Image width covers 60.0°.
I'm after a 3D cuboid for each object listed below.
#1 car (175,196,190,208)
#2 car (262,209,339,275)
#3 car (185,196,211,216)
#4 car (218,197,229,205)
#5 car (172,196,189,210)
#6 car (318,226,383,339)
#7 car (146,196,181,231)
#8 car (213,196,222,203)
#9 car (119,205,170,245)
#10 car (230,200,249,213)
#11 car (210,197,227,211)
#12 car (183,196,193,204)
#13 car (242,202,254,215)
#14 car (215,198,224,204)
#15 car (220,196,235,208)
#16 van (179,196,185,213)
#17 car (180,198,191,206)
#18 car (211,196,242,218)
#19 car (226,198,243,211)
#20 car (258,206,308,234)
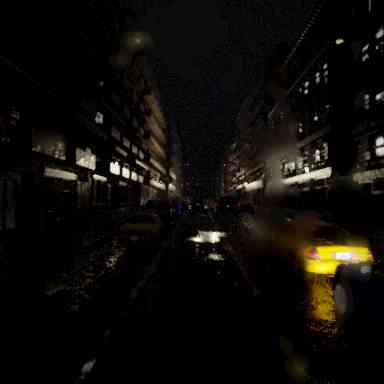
[{"bbox_3d":[-1.529,1.629,54.832,2.192,1.841,5.009,2,0,1],"label":"car"},{"bbox_3d":[3.738,1.554,10.688,1.801,1.575,5.366,1,0,1],"label":"car"},{"bbox_3d":[0.646,1.558,35.784,2.097,1.767,4.553,1,0,1],"label":"car"},{"bbox_3d":[6.627,1.978,71.212,1.967,1.590,4.097,2,0,1],"label":"car"},{"bbox_3d":[-1.635,1.588,49.304,2.192,1.841,5.009,2,0,1],"label":"car"},{"bbox_3d":[3.618,1.543,4.495,1.882,1.535,5.008,1,0,1],"label":"car"},{"bbox_3d":[-2.165,1.404,21.658,2.192,1.841,5.009,2,0,1],"label":"car"},{"bbox_3d":[7.055,2.058,93.333,2.192,1.841,5.009,2,-1,1],"label":"car"},{"bbox_3d":[-2.283,1.582,15.957,1.752,1.417,4.829,2,0,1],"label":"car"},{"bbox_3d":[6.128,1.868,43.559,1.887,1.381,4.507,2,0,1],"label":"car"},{"bbox_3d":[3.590,1.659,45.662,2.097,1.767,4.553,1,-1,1],"label":"car"},{"bbox_3d":[-1.000,1.861,82.479,2.192,1.841,5.009,2,0,1],"label":"car"},{"bbox_3d":[6.022,1.829,38.031,1.887,1.381,4.507,2,0,1],"label":"car"},{"bbox_3d":[6.834,2.218,82.271,1.802,1.307,4.206,2,-1,1],"label":"car"},{"bbox_3d":[6.420,1.762,60.152,2.192,1.841,5.009,2,0,1],"label":"car"},{"bbox_3d":[-1.954,1.497,32.714,1.690,1.788,3.998,2,0,1],"label":"van"},{"bbox_3d":[-1.326,1.966,65.891,1.947,1.339,4.313,2,0,1],"label":"car"},{"bbox_3d":[3.376,1.440,33.232,2.150,2.045,5.566,1,-1,2],"label":"car"},{"bbox_3d":[6.245,1.804,49.091,1.967,1.590,4.097,2,0,1],"label":"car"},{"bbox_3d":[5.702,1.731,21.442,2.008,1.369,4.403,2,0,1],"label":"car"}]
